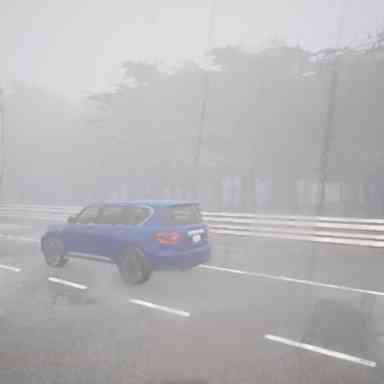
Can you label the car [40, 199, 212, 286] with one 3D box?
[{"bbox_3d":[-2.071,1.226,9.651,5.566,2.045,2.150,0,0,36],"label":"car"}]
